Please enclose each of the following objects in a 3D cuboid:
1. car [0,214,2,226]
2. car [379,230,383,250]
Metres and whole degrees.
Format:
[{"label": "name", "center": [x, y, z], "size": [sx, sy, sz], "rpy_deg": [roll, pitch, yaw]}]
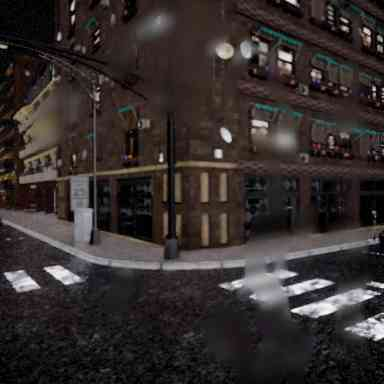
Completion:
[{"label": "car", "center": [-15.834, 1.822, 25.459], "size": [1.967, 1.590, 4.097], "rpy_deg": [-2, 0, -36]}, {"label": "car", "center": [9.076, 1.558, 13.038], "size": [4.313, 1.339, 1.947], "rpy_deg": [0, 0, -35]}]
